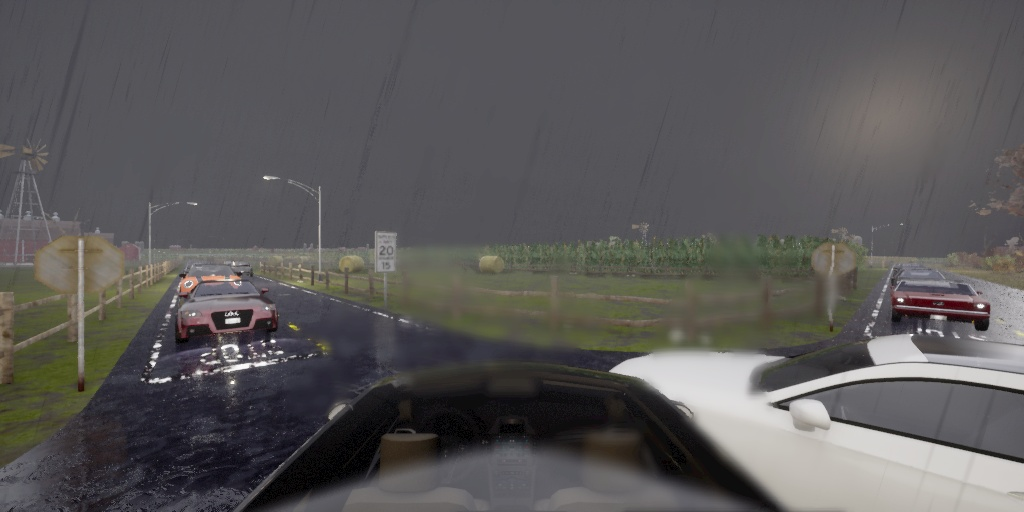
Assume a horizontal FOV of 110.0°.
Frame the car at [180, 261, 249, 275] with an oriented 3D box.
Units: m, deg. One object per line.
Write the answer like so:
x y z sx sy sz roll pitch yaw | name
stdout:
-13.757 1.141 16.435 2.097 1.767 4.553 0 0 -42 | car

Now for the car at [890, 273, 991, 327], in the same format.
13.490 1.399 11.494 4.718 1.301 1.895 0 1 -43 | car

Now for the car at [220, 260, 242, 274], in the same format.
-33.809 1.306 43.072 1.837 1.490 4.892 0 0 -42 | car

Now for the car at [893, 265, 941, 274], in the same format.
20.551 1.365 18.075 5.357 1.411 2.033 0 1 -43 | car

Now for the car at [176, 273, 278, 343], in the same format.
-7.965 1.355 9.966 1.994 1.385 4.181 0 0 -43 | car

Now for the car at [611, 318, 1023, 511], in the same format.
2.833 1.294 2.405 1.812 1.442 4.674 0 1 -44 | car

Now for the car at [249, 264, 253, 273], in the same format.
-27.070 1.284 35.631 2.128 1.511 4.902 0 0 -42 | car

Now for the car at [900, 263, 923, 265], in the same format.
27.290 1.403 24.346 4.181 1.385 1.994 0 1 -43 | car
